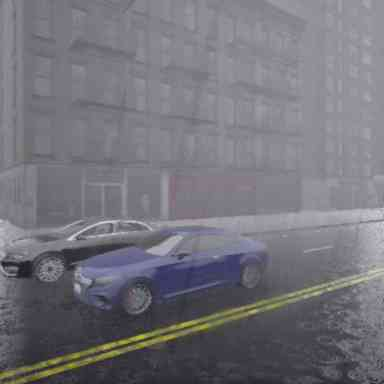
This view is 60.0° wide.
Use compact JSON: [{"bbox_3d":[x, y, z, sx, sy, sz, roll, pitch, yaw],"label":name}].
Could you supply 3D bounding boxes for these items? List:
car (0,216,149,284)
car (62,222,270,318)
[{"bbox_3d":[-2.776,1.490,9.686,4.902,1.511,2.128,0,0,-35],"label":"car"},{"bbox_3d":[-0.221,1.524,7.517,4.674,1.442,1.812,0,0,-36],"label":"car"}]
